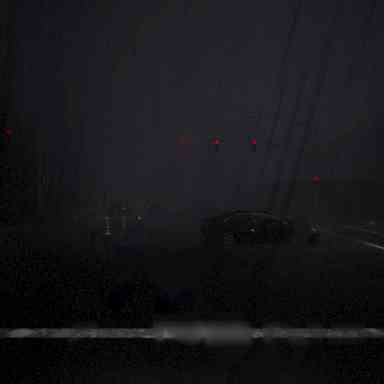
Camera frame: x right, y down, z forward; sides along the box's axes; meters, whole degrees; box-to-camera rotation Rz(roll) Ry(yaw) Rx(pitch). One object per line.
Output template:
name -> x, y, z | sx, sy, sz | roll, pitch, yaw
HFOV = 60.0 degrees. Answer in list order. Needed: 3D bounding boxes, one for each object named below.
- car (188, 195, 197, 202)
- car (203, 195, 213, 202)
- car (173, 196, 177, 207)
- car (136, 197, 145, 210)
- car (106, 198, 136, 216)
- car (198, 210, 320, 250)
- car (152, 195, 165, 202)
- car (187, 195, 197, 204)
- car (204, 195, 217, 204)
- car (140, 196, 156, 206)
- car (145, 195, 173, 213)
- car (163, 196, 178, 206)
car -> 0.057, 1.382, 73.933 | 1.994, 1.385, 4.181 | 0, 0, 0
car -> 3.557, 1.355, 73.930 | 2.128, 1.511, 4.902 | 0, 0, 0
car -> -3.559, 1.545, 45.614 | 1.994, 1.385, 4.181 | 0, 0, 0
car -> -7.061, 1.460, 42.245 | 1.882, 1.535, 5.008 | 0, 0, 0
car -> -7.069, 1.512, 32.951 | 1.812, 1.442, 4.674 | 0, 0, 0
car -> 2.710, 1.509, 13.811 | 4.902, 1.511, 2.128 | 0, 0, 0
car -> -6.947, 1.302, 68.933 | 2.128, 1.511, 4.902 | 0, 0, 0
car -> 0.049, 1.478, 63.823 | 1.837, 1.490, 4.892 | 0, 0, 0
car -> 3.549, 1.325, 63.790 | 2.097, 1.767, 4.553 | 0, 0, 0
car -> -7.045, 1.483, 53.468 | 1.837, 1.490, 4.892 | 0, 0, 0
car -> -3.560, 1.336, 37.045 | 2.097, 1.767, 4.553 | 0, 0, 0
car -> -3.537, 1.468, 55.672 | 2.128, 1.511, 4.902 | 0, 0, 0
